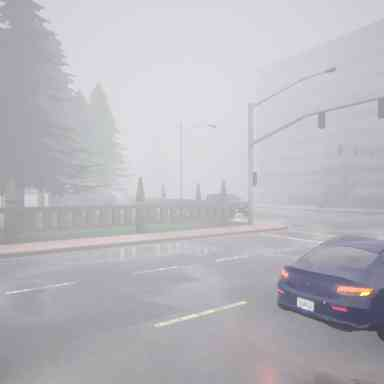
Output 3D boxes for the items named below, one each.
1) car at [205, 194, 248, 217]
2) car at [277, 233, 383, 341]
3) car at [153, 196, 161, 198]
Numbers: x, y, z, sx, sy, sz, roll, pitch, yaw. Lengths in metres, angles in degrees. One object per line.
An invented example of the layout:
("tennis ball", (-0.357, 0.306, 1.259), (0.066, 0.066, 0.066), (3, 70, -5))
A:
("car", (3.293, 1.166, 31.329), (2.150, 2.045, 5.566), (0, 0, -32))
("car", (3.593, 1.526, 6.332), (4.674, 1.442, 1.812), (0, 0, -35))
("car", (-5.727, 1.436, 54.290), (2.128, 1.511, 4.902), (0, 0, -5))
